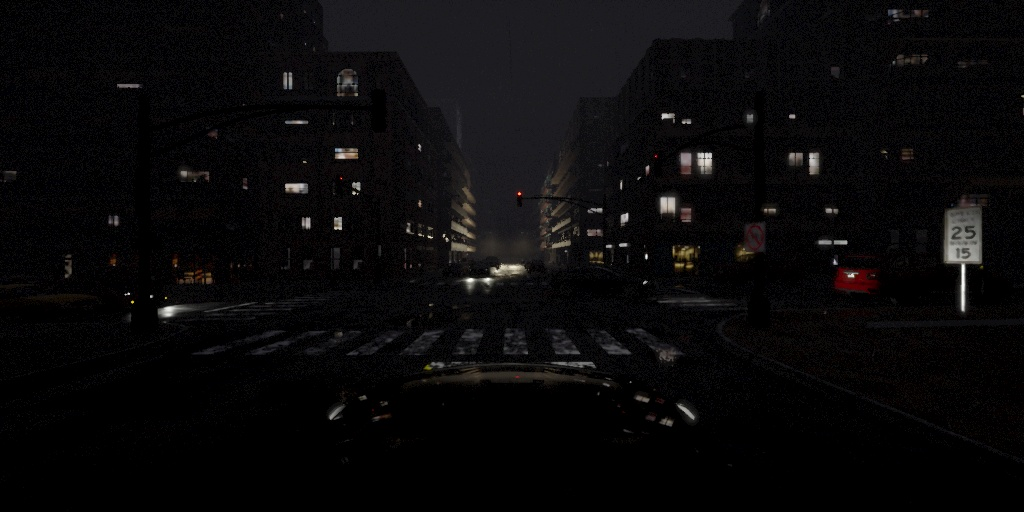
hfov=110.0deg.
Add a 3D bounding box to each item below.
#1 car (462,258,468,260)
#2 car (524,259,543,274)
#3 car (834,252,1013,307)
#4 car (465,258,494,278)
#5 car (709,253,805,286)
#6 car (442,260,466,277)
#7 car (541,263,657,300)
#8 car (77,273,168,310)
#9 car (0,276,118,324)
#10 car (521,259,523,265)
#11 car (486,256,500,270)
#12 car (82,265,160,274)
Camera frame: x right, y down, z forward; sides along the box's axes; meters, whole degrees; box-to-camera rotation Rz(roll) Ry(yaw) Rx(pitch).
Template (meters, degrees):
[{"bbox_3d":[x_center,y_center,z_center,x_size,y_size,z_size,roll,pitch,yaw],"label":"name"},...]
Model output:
[{"bbox_3d":[-5.609,1.283,40.668,1.751,1.417,4.829,0,0,0],"label":"car"},{"bbox_3d":[2.771,1.198,40.822,1.967,1.591,4.097,0,0,0],"label":"car"},{"bbox_3d":[14.733,0.775,13.069,5.009,1.841,2.192,0,0,0],"label":"car"},{"bbox_3d":[-3.034,1.233,34.681,1.882,1.535,5.008,0,0,0],"label":"car"},{"bbox_3d":[14.616,0.759,21.449,5.009,1.841,2.192,0,0,0],"label":"car"},{"bbox_3d":[-5.621,1.322,35.155,1.948,1.339,4.313,0,0,0],"label":"car"},{"bbox_3d":[4.157,1.139,16.821,4.902,1.511,2.128,-1,1,28],"label":"car"},{"bbox_3d":[-17.594,1.615,15.450,4.181,1.385,1.994,-1,0,0],"label":"car"},{"bbox_3d":[-17.608,1.585,12.855,4.829,1.417,1.751,0,0,0],"label":"car"},{"bbox_3d":[2.807,1.348,57.870,1.802,1.307,4.207,0,0,0],"label":"car"},{"bbox_3d":[-2.985,0.986,53.100,2.150,2.045,5.566,0,0,0],"label":"car"},{"bbox_3d":[-23.559,1.462,21.163,5.009,1.841,2.192,0,0,0],"label":"car"}]
